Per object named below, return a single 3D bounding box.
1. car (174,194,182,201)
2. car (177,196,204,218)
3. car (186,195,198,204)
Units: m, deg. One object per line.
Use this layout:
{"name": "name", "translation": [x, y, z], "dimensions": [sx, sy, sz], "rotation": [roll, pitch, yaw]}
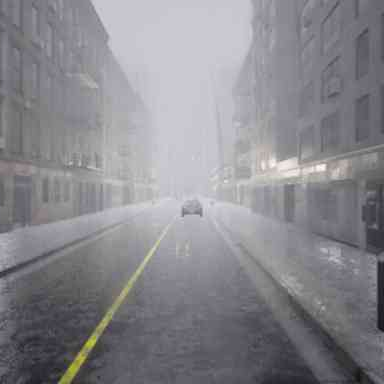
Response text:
{"name": "car", "translation": [-2.978, 1.257, 76.046], "dimensions": [1.837, 1.490, 4.892], "rotation": [0, 0, 0]}
{"name": "car", "translation": [0.010, 1.401, 29.328], "dimensions": [2.128, 1.511, 4.902], "rotation": [0, 0, 0]}
{"name": "car", "translation": [0.018, 1.365, 59.875], "dimensions": [2.163, 1.488, 4.792], "rotation": [0, 0, 0]}
